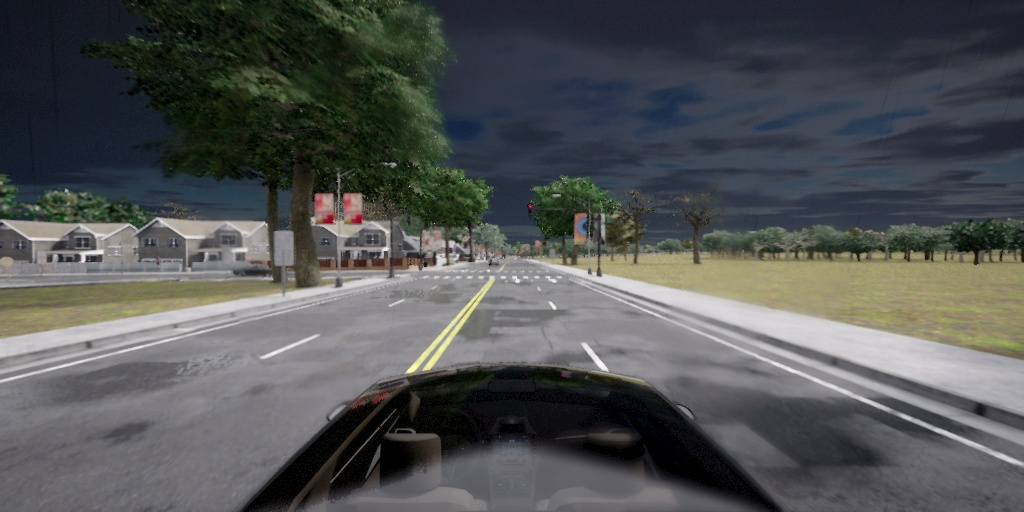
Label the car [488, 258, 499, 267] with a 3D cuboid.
[{"bbox_3d":[-3.241,1.180,63.760,1.882,1.535,5.008,0,1,0],"label":"car"}]

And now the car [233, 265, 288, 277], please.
[{"bbox_3d":[-26.166,1.591,37.488,4.718,1.301,1.895,-1,1,1],"label":"car"}]
